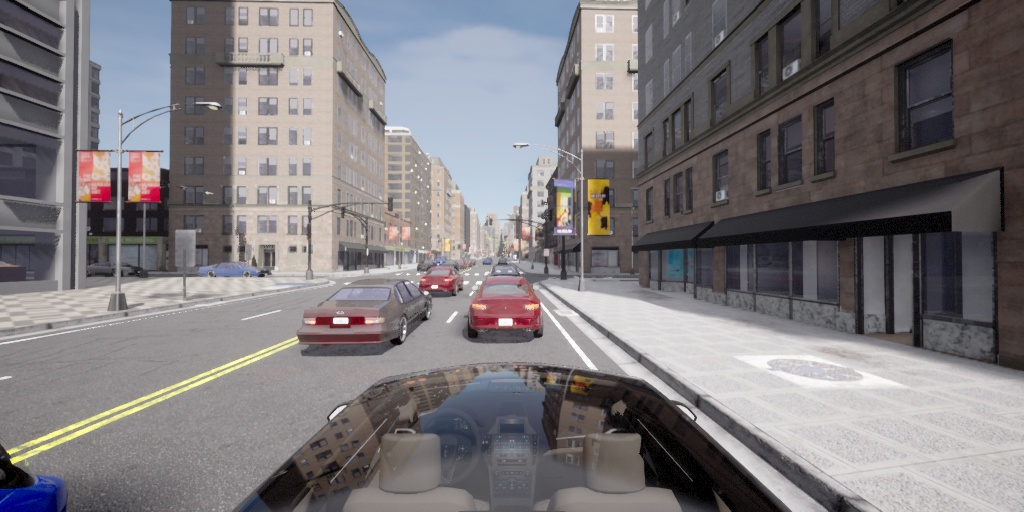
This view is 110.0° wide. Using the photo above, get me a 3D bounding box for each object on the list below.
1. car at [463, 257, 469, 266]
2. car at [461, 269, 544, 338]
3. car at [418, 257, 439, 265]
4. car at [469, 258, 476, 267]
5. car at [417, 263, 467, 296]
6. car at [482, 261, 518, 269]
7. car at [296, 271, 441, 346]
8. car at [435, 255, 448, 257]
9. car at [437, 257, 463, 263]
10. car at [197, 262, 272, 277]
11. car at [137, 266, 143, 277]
[{"bbox_3d":[-8.051,1.244,54.704,1.812,1.442,4.674,0,0,-1],"label":"car"},{"bbox_3d":[-0.183,1.276,10.116,1.812,1.442,4.674,0,0,-1],"label":"car"},{"bbox_3d":[-11.105,1.203,47.201,1.882,1.535,5.008,0,0,-1],"label":"car"},{"bbox_3d":[-8.278,1.059,64.579,2.097,1.767,4.553,0,0,-1],"label":"car"},{"bbox_3d":[-3.669,1.273,19.021,1.812,1.442,4.674,0,0,-2],"label":"car"},{"bbox_3d":[-0.413,1.239,19.200,2.128,1.511,4.902,0,0,-3],"label":"car"},{"bbox_3d":[-3.413,1.298,9.434,2.033,1.411,5.357,0,0,-2],"label":"car"},{"bbox_3d":[-11.374,0.937,57.372,2.150,2.045,5.566,0,0,-2],"label":"car"},{"bbox_3d":[-7.807,1.205,45.500,1.882,1.535,5.008,0,0,-2],"label":"car"},{"bbox_3d":[-23.682,1.192,30.689,5.357,1.411,2.033,0,-1,1],"label":"car"},{"bbox_3d":[-33.647,1.167,30.365,4.181,1.385,1.994,0,-1,-2],"label":"car"}]
